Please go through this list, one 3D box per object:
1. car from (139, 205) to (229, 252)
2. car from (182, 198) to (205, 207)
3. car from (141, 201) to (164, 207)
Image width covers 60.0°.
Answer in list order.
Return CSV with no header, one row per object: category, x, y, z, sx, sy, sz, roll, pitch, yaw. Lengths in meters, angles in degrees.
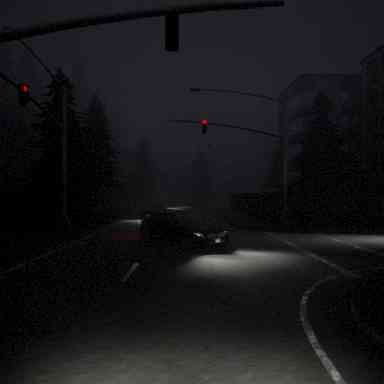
car,-0.521,1.526,14.114,1.812,1.442,4.674,-1,1,-39
car,0.249,1.601,51.058,1.895,1.301,4.718,0,0,28
car,-3.468,1.546,30.305,2.033,1.411,5.357,0,0,3
